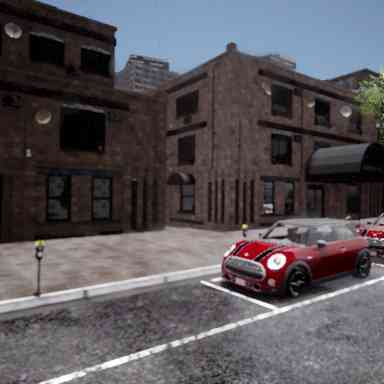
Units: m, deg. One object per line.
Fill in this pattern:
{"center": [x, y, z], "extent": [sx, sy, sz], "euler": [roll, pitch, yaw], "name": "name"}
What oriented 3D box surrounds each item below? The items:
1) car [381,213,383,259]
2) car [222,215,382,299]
{"center": [7.329, 1.418, 11.683], "extent": [4.097, 1.590, 1.967], "euler": [0, 1, -35], "name": "car"}
{"center": [2.689, 1.428, 8.394], "extent": [4.097, 1.590, 1.967], "euler": [0, 1, -35], "name": "car"}
